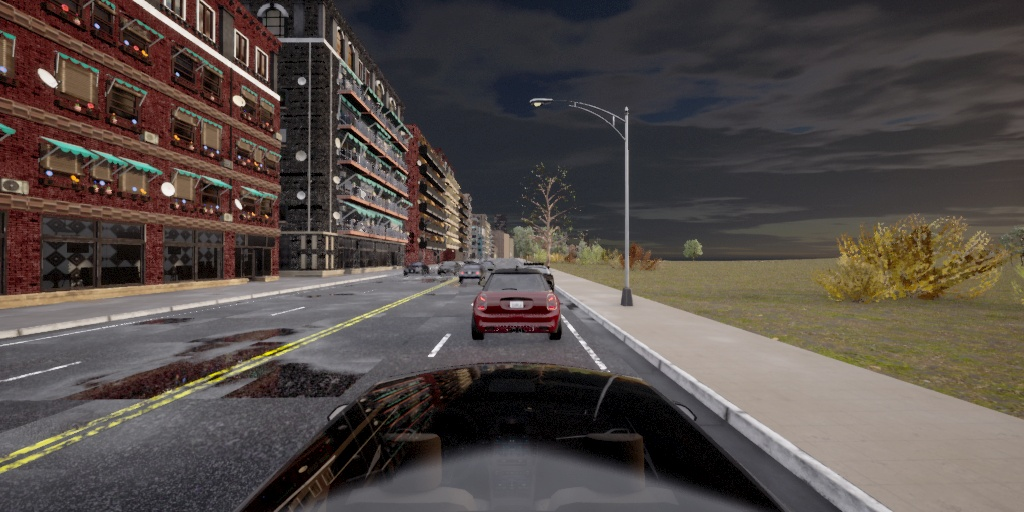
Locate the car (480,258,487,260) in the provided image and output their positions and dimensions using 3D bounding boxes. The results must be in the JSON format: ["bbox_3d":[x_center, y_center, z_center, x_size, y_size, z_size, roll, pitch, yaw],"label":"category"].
[{"bbox_3d":[-3.063,1.315,45.559,1.994,1.385,4.181,0,0,0],"label":"car"}]

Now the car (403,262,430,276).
[{"bbox_3d":[-9.779,1.316,37.019,1.994,1.385,4.181,0,0,0],"label":"car"}]

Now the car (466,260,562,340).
[{"bbox_3d":[0.112,1.103,10.126,2.097,1.767,4.553,0,0,0],"label":"car"}]

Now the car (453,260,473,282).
[{"bbox_3d":[-3.096,1.299,28.863,2.033,1.411,5.357,0,0,0],"label":"car"}]

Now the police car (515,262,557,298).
[{"bbox_3d":[1.173,1.178,19.622,1.930,1.638,5.238,0,0,0],"label":"police car"}]

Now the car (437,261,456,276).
[{"bbox_3d":[-6.528,1.257,37.609,1.837,1.490,4.892,0,0,0],"label":"car"}]
